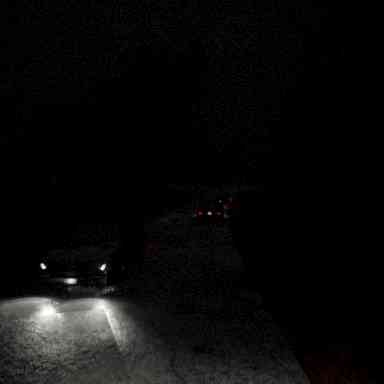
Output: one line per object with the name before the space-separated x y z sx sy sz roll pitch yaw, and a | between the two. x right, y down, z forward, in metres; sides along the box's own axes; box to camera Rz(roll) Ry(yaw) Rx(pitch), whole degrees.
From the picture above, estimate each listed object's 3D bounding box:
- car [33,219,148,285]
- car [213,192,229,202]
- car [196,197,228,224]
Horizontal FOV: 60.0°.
car | -2.569 1.554 9.962 2.033 1.411 5.357 1 0 2
car | 3.709 0.704 41.950 1.895 1.301 4.718 1 3 9
car | 1.343 1.370 23.584 2.033 1.411 5.357 0 1 5
